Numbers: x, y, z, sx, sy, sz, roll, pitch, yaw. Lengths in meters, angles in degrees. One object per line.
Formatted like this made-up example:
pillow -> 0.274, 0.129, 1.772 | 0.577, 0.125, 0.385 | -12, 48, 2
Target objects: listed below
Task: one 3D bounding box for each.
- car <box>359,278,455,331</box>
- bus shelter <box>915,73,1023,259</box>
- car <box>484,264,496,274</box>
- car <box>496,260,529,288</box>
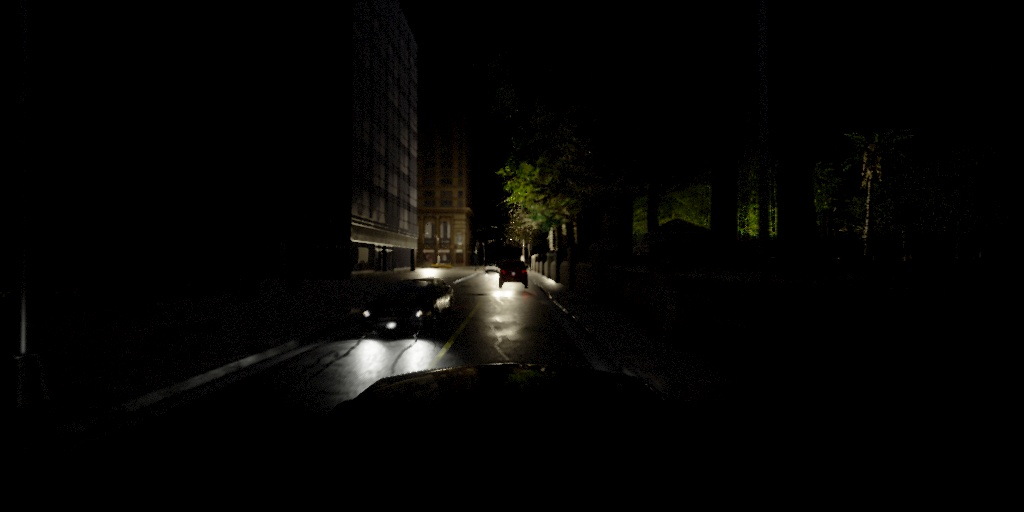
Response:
car -> -3.101, 1.438, 11.867 | 2.033, 1.411, 5.357 | 0, -1, 0
bus shelter -> 3.135, 0.604, 0.198 | 1.920, 2.740, 3.880 | 0, 0, 0
car -> -3.067, 1.984, 54.646 | 1.812, 1.442, 4.674 | 0, -1, 0
car -> 0.102, 1.336, 27.822 | 2.150, 2.045, 5.566 | 0, 0, 0
